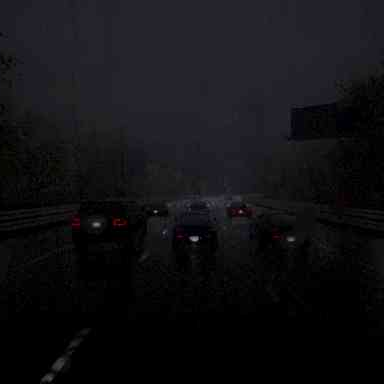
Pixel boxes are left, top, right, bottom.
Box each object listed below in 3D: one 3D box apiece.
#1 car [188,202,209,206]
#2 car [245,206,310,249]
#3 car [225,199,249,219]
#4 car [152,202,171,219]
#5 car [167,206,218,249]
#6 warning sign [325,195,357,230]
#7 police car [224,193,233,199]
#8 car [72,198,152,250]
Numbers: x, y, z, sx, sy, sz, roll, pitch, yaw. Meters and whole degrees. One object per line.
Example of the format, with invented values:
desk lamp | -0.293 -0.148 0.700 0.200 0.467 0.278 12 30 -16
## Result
car | 0.564 1.582 29.343 1.994 1.385 4.181 0 0 2
car | 3.639 1.536 14.382 1.812 1.442 4.674 0 0 1
car | 4.061 1.583 29.210 1.994 1.385 4.181 0 0 2
car | -2.934 1.582 29.476 1.994 1.385 4.181 0 0 2
car | 0.140 1.536 14.449 1.812 1.442 4.674 0 0 1
warning sign | 8.282 1.120 18.503 1.300 1.860 1.060 0 0 1
police car | 9.779 1.529 89.606 1.930 1.638 5.238 0 0 7
car | -3.359 1.261 14.545 2.150 2.045 5.566 0 0 1
